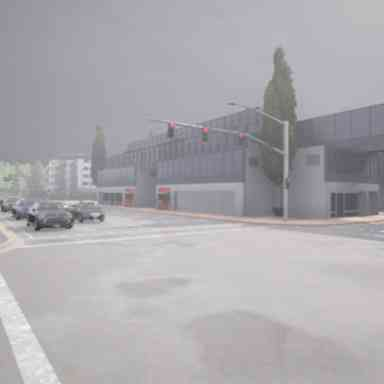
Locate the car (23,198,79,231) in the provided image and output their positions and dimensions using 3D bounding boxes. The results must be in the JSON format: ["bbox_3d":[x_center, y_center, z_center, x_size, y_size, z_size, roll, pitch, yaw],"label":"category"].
[{"bbox_3d":[-9.072,1.405,21.175,2.097,1.767,4.553,1,0,-34],"label":"car"}]

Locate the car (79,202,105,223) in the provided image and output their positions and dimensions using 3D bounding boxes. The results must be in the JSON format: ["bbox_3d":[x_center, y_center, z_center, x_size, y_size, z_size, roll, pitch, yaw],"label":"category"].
[{"bbox_3d":[-8.427,1.577,26.432,2.128,1.511,4.902,1,0,-34],"label":"car"}]

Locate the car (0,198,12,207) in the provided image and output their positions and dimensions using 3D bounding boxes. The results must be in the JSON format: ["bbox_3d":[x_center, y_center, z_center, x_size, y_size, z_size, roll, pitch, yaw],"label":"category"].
[{"bbox_3d":[-29.043,1.594,51.125,1.895,1.301,4.718,1,0,-34],"label":"car"}]

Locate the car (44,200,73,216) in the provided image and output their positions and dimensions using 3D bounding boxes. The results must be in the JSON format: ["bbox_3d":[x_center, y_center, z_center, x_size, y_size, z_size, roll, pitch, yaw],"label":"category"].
[{"bbox_3d":[-13.989,1.619,34.719,1.812,1.442,4.674,1,0,-34],"label":"car"}]

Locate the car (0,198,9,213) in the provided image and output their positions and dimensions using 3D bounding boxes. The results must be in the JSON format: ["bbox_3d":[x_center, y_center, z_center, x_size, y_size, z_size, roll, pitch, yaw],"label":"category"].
[{"bbox_3d":[-20.529,1.419,38.210,2.097,1.767,4.553,1,0,-34],"label":"car"}]

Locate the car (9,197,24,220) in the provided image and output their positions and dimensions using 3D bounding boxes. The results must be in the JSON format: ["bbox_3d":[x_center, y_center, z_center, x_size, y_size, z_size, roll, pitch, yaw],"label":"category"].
[{"bbox_3d":[-14.009,1.411,28.439,2.097,1.767,4.553,1,0,-34],"label":"car"}]

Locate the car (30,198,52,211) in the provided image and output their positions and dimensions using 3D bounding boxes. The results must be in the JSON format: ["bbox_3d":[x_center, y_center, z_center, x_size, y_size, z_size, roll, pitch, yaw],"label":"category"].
[{"bbox_3d":[-19.625,1.579,43.171,1.882,1.535,5.008,1,0,-33],"label":"car"}]
